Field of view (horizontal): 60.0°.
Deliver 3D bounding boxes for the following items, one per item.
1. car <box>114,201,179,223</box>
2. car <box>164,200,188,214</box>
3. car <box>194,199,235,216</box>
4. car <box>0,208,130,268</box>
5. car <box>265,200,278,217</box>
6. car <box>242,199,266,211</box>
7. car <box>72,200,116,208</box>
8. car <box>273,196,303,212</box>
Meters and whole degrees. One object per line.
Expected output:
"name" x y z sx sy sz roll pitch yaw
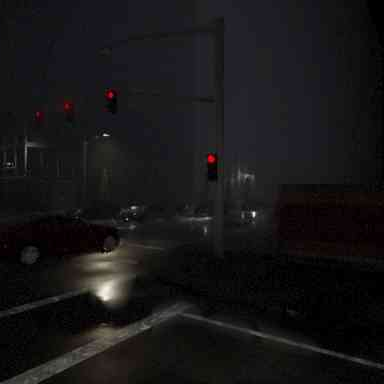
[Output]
"car" -3.424 1.656 25.925 1.895 1.301 4.718 0 0 36
"car" -2.376 1.560 33.408 1.837 1.490 4.892 0 0 36
"car" 2.088 1.533 33.631 1.882 1.535 5.008 0 0 35
"car" -4.771 1.517 11.656 1.882 1.535 5.008 0 -1 36
"car" 9.098 1.603 31.061 2.033 1.411 5.357 0 0 36
"car" 8.054 1.581 41.953 1.812 1.442 4.674 0 0 36
"car" -7.689 1.407 25.973 2.097 1.767 4.553 0 0 36
"car" 11.893 1.407 40.995 2.097 1.767 4.553 0 0 36
